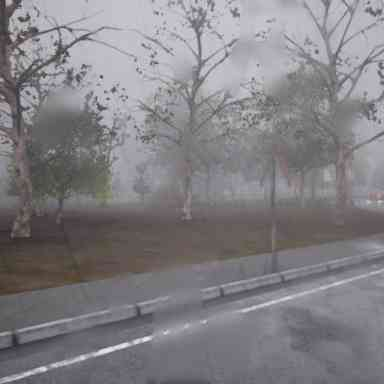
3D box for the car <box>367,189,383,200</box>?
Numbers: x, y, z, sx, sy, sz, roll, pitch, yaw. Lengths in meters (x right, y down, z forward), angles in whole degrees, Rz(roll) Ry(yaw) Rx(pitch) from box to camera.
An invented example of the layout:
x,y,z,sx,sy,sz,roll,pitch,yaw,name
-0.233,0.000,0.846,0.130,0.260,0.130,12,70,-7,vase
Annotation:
x,y,z,sx,sy,sz,roll,pitch,yaw,name
30.191,0.388,53.669,4.553,1.767,2.097,-2,1,-38,car
